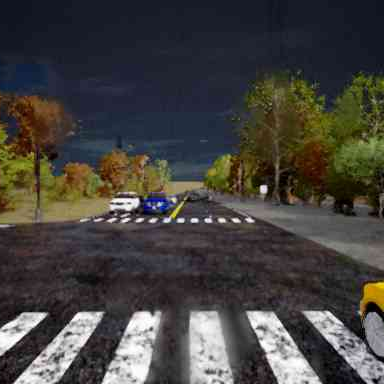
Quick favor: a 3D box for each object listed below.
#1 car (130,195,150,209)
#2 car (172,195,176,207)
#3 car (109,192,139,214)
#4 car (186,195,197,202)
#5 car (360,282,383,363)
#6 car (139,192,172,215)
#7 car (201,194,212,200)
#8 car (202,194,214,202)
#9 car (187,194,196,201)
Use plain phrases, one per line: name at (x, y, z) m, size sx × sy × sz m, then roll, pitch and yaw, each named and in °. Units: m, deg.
car at (-6.666, 1.258, 43.033) m, size 1.882 × 1.535 × 5.008 m, roll 0°, pitch 0°, yaw 0°
car at (-3.414, 1.385, 42.123) m, size 1.895 × 1.301 × 4.718 m, roll 0°, pitch 0°, yaw 0°
car at (-6.655, 1.052, 33.343) m, size 2.150 × 2.045 × 5.566 m, roll 0°, pitch 0°, yaw 0°
car at (-0.059, 1.239, 63.501) m, size 1.994 × 1.385 × 4.181 m, roll 0°, pitch 0°, yaw 0°
car at (3.350, 1.454, 2.776) m, size 1.882 × 1.535 × 5.008 m, roll -1°, pitch 0°, yaw 0°
car at (-3.403, 1.055, 32.357) m, size 2.150 × 2.045 × 5.566 m, roll 0°, pitch 0°, yaw 0°
car at (3.134, 1.074, 72.984) m, size 2.033 × 1.411 × 5.357 m, roll 0°, pitch 0°, yaw 0°
car at (3.180, 1.142, 62.836) m, size 2.128 × 1.511 × 4.902 m, roll 0°, pitch -1°, yaw 0°
car at (-0.116, 1.222, 73.324) m, size 1.895 × 1.301 × 4.718 m, roll 0°, pitch 0°, yaw 0°
